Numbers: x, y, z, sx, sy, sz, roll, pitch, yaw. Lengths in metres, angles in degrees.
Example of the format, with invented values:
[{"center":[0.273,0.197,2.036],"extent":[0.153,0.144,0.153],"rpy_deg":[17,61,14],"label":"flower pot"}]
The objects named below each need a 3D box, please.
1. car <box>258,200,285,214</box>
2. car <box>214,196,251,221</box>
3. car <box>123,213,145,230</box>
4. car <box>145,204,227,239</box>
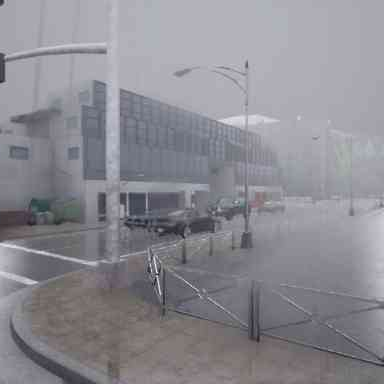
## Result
[{"center":[9.201,1.702,38.256],"extent":[1.812,1.442,4.674],"rpy_deg":[0,0,36],"label":"car"},{"center":[3.427,1.398,30.183],"extent":[2.150,2.045,5.566],"rpy_deg":[0,0,36],"label":"car"},{"center":[-2.303,1.777,22.153],"extent":[1.895,1.301,4.718],"rpy_deg":[0,0,35],"label":"car"},{"center":[-0.167,1.681,18.774],"extent":[1.837,1.490,4.892],"rpy_deg":[0,0,36],"label":"car"}]
